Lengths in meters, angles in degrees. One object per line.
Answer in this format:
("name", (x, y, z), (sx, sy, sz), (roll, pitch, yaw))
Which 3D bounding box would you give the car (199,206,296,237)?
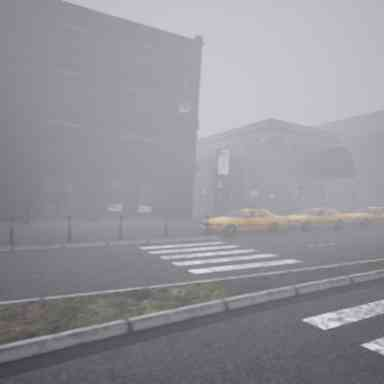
("car", (3.017, 1.603, 18.830), (5.366, 1.575, 1.946), (1, -1, -28))

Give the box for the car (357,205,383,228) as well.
("car", (12.747, 1.723, 24.061), (5.366, 1.575, 1.946), (1, -1, -28))

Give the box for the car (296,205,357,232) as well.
("car", (7.884, 1.661, 21.441), (5.366, 1.575, 1.946), (1, -1, -28))
